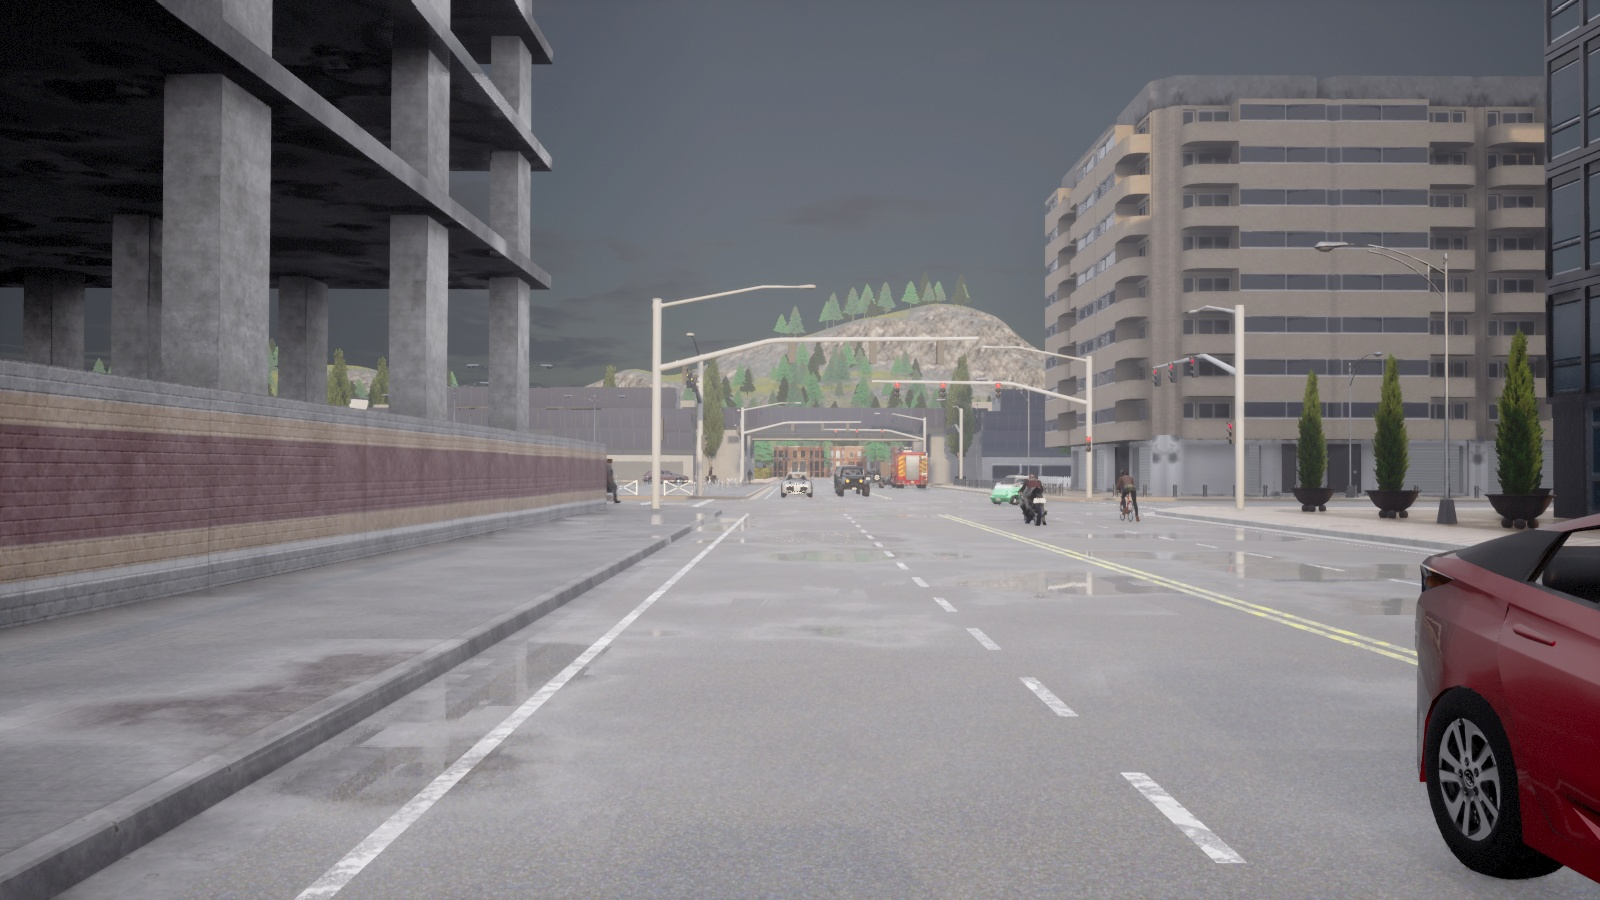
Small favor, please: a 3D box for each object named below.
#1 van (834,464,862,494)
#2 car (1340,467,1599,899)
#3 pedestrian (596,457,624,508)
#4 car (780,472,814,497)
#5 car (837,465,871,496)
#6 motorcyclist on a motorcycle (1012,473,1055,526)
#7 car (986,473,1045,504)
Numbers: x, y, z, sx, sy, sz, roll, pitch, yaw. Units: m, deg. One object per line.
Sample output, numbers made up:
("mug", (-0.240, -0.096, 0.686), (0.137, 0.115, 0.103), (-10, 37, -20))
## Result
("van", (3.299, 2.005, 86.597), (1.775, 1.987, 4.442), (0, -1, 0))
("car", (3.492, 0.806, 3.505), (2.007, 1.525, 4.514), (0, -1, 0))
("pedestrian", (-7.405, 1.264, 49.026), (0.873, 1.952, 0.659), (1, -1, -39))
("car", (-0.174, 2.047, 75.606), (1.970, 1.475, 3.806), (0, -1, 0))
("car", (3.317, 1.907, 78.188), (1.905, 1.878, 3.866), (0, -1, 0))
("motorcyclist on a motorcycle", (6.914, 1.446, 37.268), (0.866, 1.530, 2.191), (0, -1, 0))
("car", (9.869, 1.761, 57.425), (2.207, 1.376, 1.481), (1, -2, -31))
